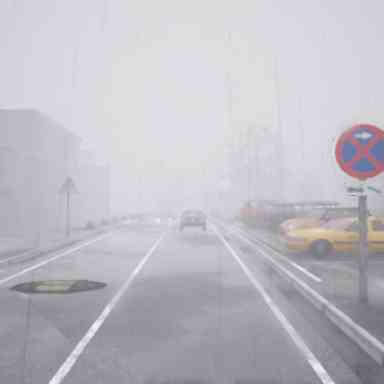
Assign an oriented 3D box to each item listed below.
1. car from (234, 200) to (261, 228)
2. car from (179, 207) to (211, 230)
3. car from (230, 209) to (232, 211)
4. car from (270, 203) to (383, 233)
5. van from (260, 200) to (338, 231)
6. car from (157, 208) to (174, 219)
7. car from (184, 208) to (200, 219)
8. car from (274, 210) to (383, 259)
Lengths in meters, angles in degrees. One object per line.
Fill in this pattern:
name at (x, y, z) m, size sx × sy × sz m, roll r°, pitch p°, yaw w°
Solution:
car at (6.225, 1.606, 24.705) m, size 5.566 × 2.045 × 2.435 m, roll 0°, pitch -1°, yaw -1°
car at (0.064, 1.934, 24.066) m, size 2.033 × 1.411 × 5.357 m, roll 0°, pitch -2°, yaw 0°
car at (6.157, 1.909, 30.652) m, size 4.553 × 1.767 × 2.185 m, roll 0°, pitch -2°, yaw -1°
car at (6.303, 1.518, 15.475) m, size 4.553 × 1.767 × 2.185 m, roll 0°, pitch -1°, yaw 0°
van at (6.366, 1.482, 18.514) m, size 4.442 × 1.987 × 1.878 m, roll 0°, pitch -1°, yaw 0°
car at (-3.384, 2.771, 42.961) m, size 1.895 × 1.301 × 4.718 m, roll 0°, pitch -3°, yaw 0°
car at (0.004, 2.680, 41.922) m, size 1.994 × 1.385 × 4.181 m, roll 0°, pitch -3°, yaw 0°
car at (6.109, 1.591, 12.554) m, size 5.366 × 1.575 × 1.946 m, roll 0°, pitch -1°, yaw 0°
